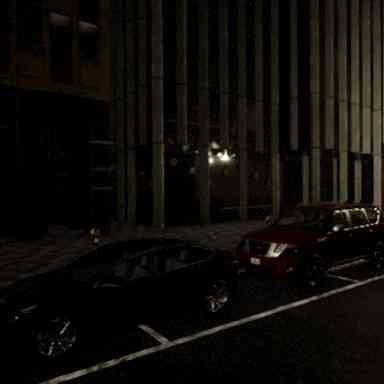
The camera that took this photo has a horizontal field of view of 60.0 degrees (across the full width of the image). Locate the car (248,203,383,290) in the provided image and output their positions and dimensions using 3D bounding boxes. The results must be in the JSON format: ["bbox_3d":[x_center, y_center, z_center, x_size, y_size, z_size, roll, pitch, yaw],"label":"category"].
[{"bbox_3d":[3.512,1.263,9.161,5.009,1.841,2.192,0,0,-36],"label":"car"}]

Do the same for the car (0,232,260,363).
[{"bbox_3d":[-1.074,1.550,5.887,4.313,1.339,1.947,0,0,-36],"label":"car"}]
